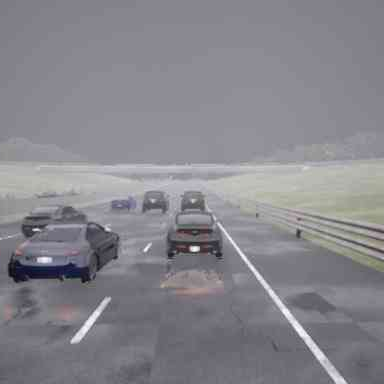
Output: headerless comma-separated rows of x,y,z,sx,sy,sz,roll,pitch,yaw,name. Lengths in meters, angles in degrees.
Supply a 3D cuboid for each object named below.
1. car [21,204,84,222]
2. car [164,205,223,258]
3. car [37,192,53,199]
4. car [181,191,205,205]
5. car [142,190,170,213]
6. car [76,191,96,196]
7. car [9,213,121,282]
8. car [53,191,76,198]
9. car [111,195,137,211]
-6.900,1.398,17.114,1.837,1.490,4.892,0,1,0,car
0.090,1.447,12.495,1.837,1.490,4.892,0,1,0,car
-24.534,0.642,56.659,1.895,1.301,4.718,0,2,1,car
0.102,0.860,31.739,2.150,2.045,5.566,0,1,0,car
-3.410,0.859,31.799,2.150,2.045,5.566,0,1,0,car
-17.548,0.565,56.695,1.812,1.442,4.674,0,2,1,car
-3.403,1.529,9.687,1.994,1.385,4.181,0,0,0,car
-21.032,0.588,56.680,2.033,1.411,5.357,0,2,1,car
-6.898,1.065,34.119,1.882,1.535,5.008,0,1,0,car
